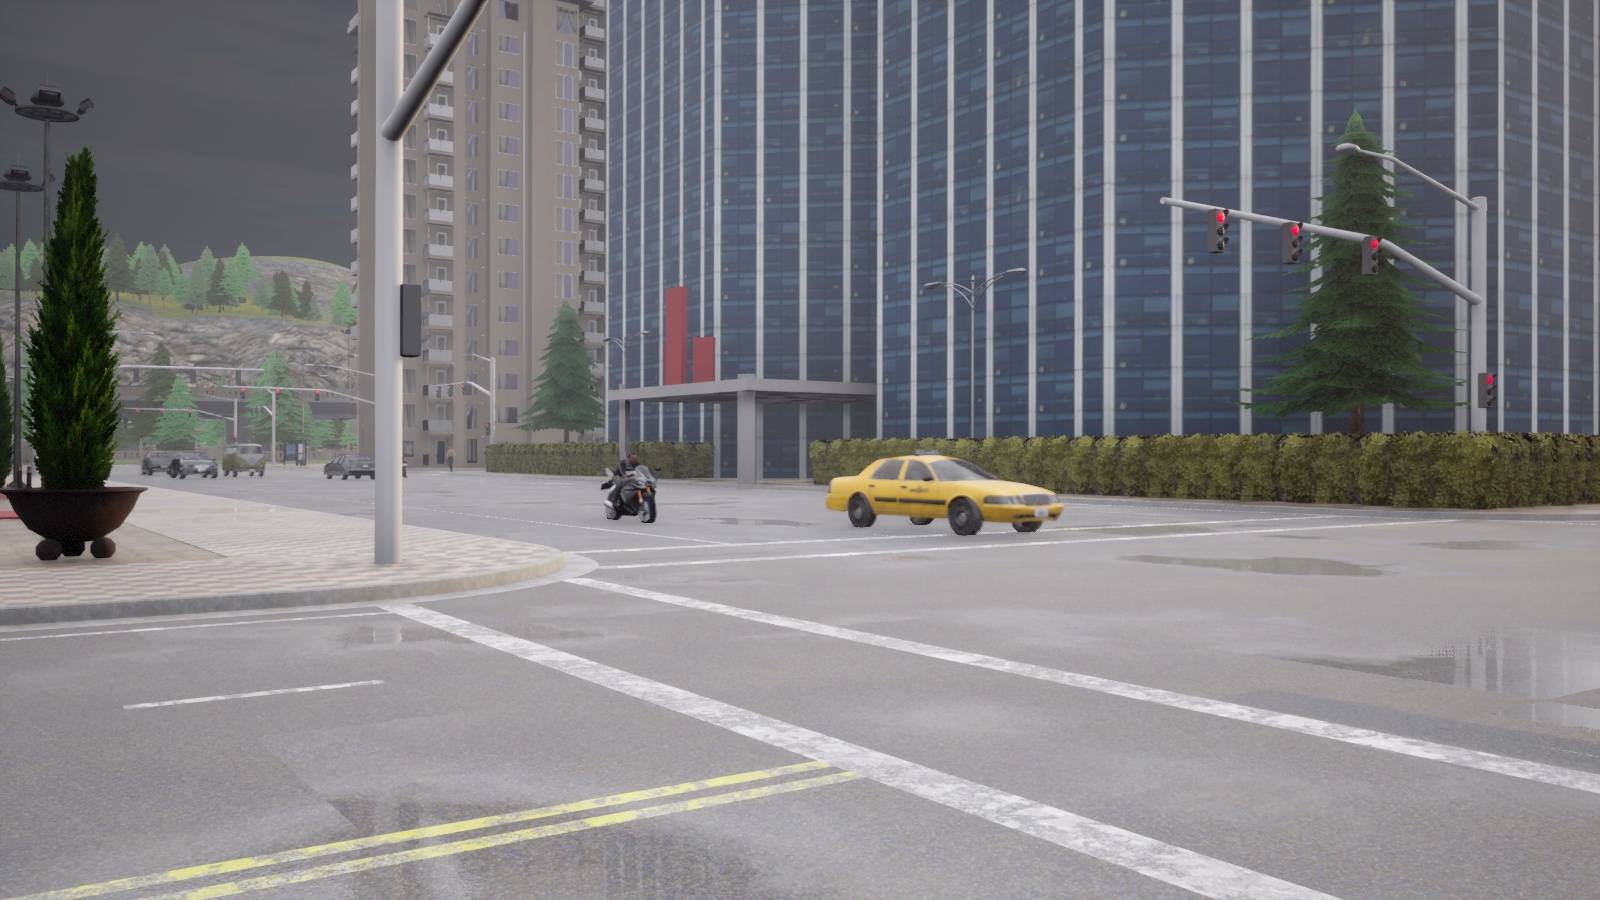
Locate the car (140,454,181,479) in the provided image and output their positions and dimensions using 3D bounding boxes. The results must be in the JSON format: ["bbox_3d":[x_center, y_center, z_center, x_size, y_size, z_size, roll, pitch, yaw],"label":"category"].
[{"bbox_3d":[-40.235,1.002,78.973,1.789,1.549,3.705,0,0,-35],"label":"car"}]

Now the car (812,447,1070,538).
[{"bbox_3d":[2.582,0.738,24.440,1.801,1.575,5.366,0,0,-37],"label":"car"}]

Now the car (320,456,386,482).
[{"bbox_3d":[-24.587,1.013,68.936,2.033,1.411,5.357,0,0,-35],"label":"car"}]

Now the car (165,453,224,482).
[{"bbox_3d":[-33.515,0.942,69.449,2.128,1.511,4.902,0,0,-35],"label":"car"}]

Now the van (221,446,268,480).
[{"bbox_3d":[-33.283,0.752,75.190,1.775,1.987,4.442,0,0,-35],"label":"van"}]

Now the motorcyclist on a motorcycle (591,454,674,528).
[{"bbox_3d":[-3.635,0.854,27.099,0.866,1.530,2.191,0,0,-35],"label":"motorcyclist on a motorcycle"}]
